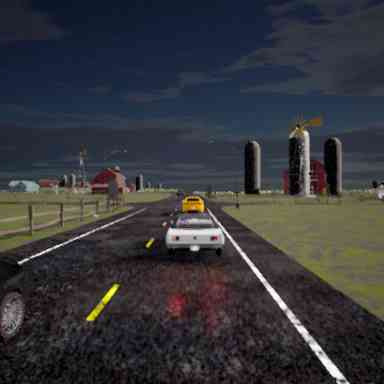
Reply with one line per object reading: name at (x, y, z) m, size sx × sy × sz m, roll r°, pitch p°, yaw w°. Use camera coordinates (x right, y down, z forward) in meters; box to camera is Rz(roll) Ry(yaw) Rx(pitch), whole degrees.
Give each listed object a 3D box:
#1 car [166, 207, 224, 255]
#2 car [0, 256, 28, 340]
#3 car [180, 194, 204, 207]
car at (0.096, 1.480, 12.780) m, size 1.895 × 1.301 × 4.718 m, roll 0°, pitch 1°, yaw 0°
car at (-3.601, 1.489, 3.733) m, size 1.812 × 1.442 × 4.674 m, roll 0°, pitch 0°, yaw 0°
car at (0.099, 1.194, 31.150) m, size 1.882 × 1.535 × 5.008 m, roll 0°, pitch 0°, yaw 0°
